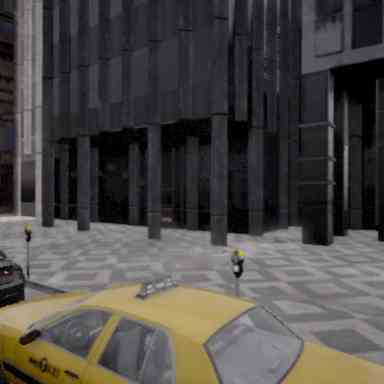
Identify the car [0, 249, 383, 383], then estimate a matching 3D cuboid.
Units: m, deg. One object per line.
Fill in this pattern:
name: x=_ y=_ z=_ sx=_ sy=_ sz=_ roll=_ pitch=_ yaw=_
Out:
car: x=-0.549 y=1.523 z=3.352 sx=4.829 sy=1.417 sz=1.752 roll=0 pitch=0 yaw=35
